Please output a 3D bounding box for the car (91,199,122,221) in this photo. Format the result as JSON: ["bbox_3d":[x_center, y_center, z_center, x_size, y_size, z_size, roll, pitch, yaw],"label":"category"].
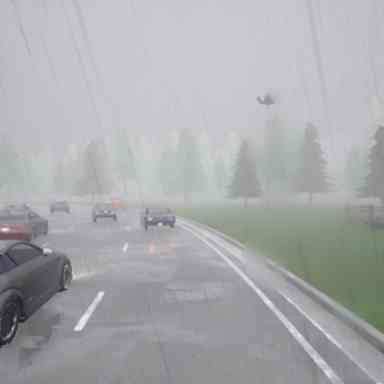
[{"bbox_3d":[-7.435,1.599,27.929,2.033,1.411,5.357,0,0,-18],"label":"car"}]

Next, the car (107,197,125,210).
[{"bbox_3d":[-10.379,1.424,43.638,2.097,1.767,4.553,0,0,-28],"label":"car"}]

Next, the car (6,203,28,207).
[{"bbox_3d":[-14.902,1.660,28.418,2.033,1.411,5.357,0,0,-20],"label":"car"}]

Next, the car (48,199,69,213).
[{"bbox_3d":[-15.381,1.603,38.321,2.128,1.511,4.902,0,0,-27],"label":"car"}]

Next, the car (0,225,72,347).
[{"bbox_3d":[-3.756,1.592,6.290,1.994,1.385,4.181,0,0,-4],"label":"car"}]

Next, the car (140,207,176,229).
[{"bbox_3d":[-2.363,1.613,21.722,1.895,1.301,4.718,0,0,-13],"label":"car"}]

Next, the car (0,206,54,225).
[{"bbox_3d":[-8.560,1.628,16.615,1.994,1.385,4.181,0,0,-10],"label":"car"}]
